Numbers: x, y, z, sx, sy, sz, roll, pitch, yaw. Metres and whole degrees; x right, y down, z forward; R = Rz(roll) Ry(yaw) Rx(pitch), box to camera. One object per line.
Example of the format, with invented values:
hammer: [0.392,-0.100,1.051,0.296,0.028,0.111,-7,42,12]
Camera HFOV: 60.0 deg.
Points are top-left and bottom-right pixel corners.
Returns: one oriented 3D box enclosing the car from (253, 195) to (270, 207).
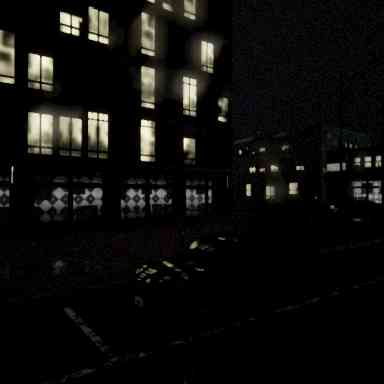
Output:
car: [9.553,1.130,41.208,1.967,1.590,4.097,1,0,-36]

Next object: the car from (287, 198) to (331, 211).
car: [12.834,1.340,36.736,1.802,1.307,4.206,1,0,-36]

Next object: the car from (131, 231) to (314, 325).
car: [0.839,1.566,7.152,4.313,1.339,1.947,0,0,-35]

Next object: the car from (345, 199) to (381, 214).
car: [16.116,1.372,32.266,1.887,1.381,4.507,1,0,-36]

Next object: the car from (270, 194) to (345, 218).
car: [9.367,1.101,27.307,2.192,1.841,5.009,1,0,-36]
